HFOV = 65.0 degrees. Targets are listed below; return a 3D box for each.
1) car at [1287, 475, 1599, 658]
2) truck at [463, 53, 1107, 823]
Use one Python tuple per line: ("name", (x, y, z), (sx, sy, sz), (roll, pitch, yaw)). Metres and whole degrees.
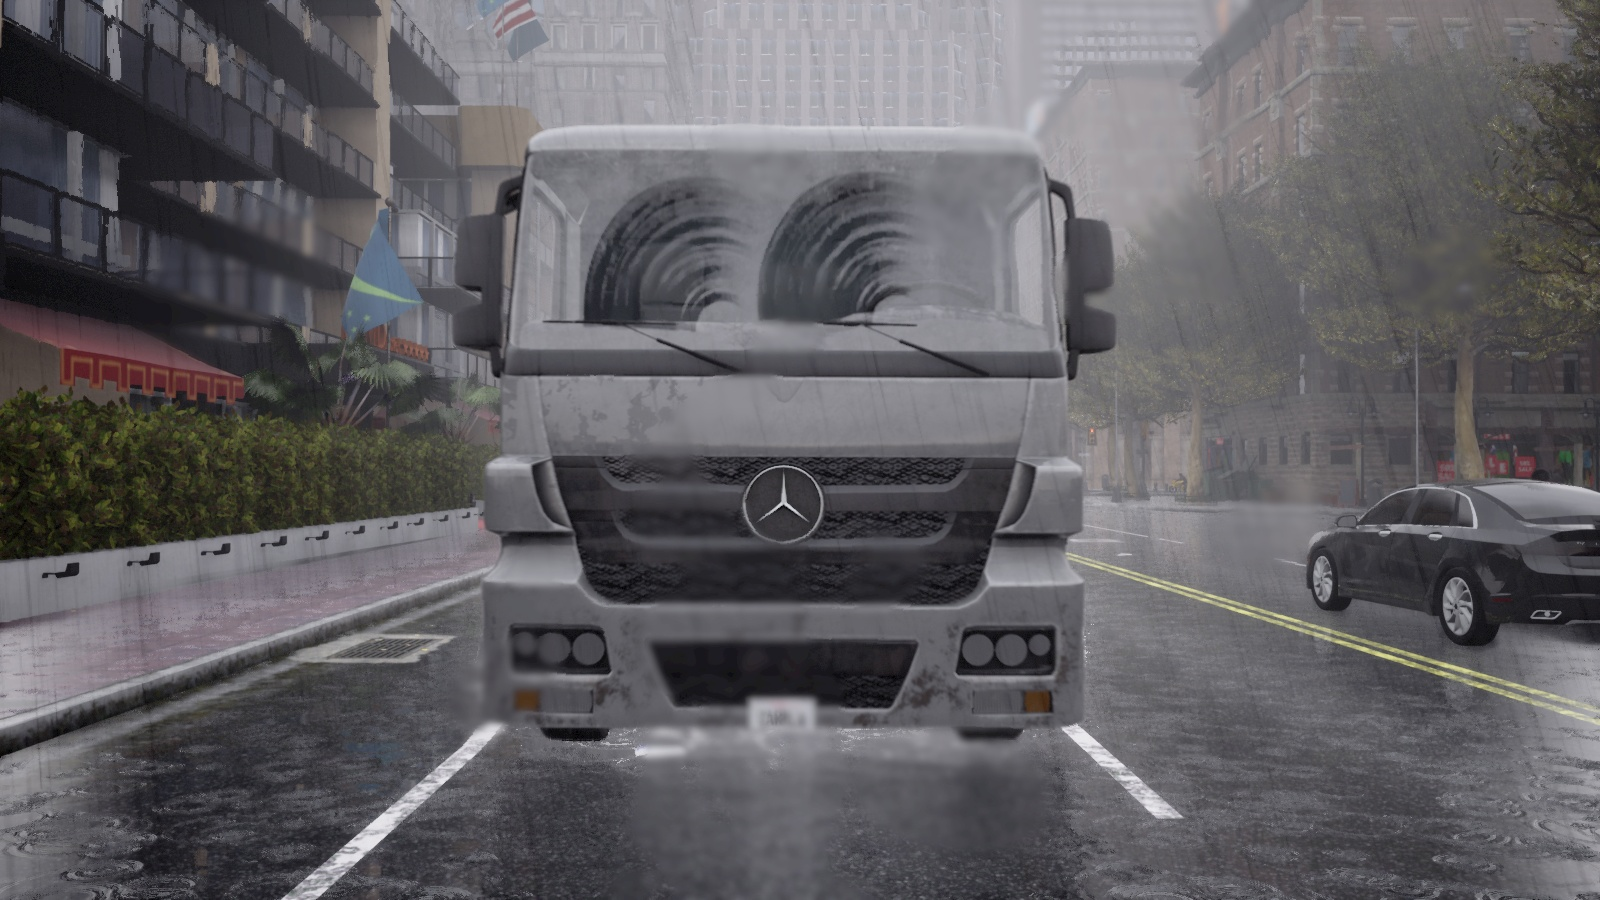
("car", (6.867, 1.007, 12.815), (1.837, 1.490, 4.892), (0, -1, -1))
("truck", (-0.108, -0.006, 9.631), (2.891, 3.462, 7.936), (0, -1, -1))
